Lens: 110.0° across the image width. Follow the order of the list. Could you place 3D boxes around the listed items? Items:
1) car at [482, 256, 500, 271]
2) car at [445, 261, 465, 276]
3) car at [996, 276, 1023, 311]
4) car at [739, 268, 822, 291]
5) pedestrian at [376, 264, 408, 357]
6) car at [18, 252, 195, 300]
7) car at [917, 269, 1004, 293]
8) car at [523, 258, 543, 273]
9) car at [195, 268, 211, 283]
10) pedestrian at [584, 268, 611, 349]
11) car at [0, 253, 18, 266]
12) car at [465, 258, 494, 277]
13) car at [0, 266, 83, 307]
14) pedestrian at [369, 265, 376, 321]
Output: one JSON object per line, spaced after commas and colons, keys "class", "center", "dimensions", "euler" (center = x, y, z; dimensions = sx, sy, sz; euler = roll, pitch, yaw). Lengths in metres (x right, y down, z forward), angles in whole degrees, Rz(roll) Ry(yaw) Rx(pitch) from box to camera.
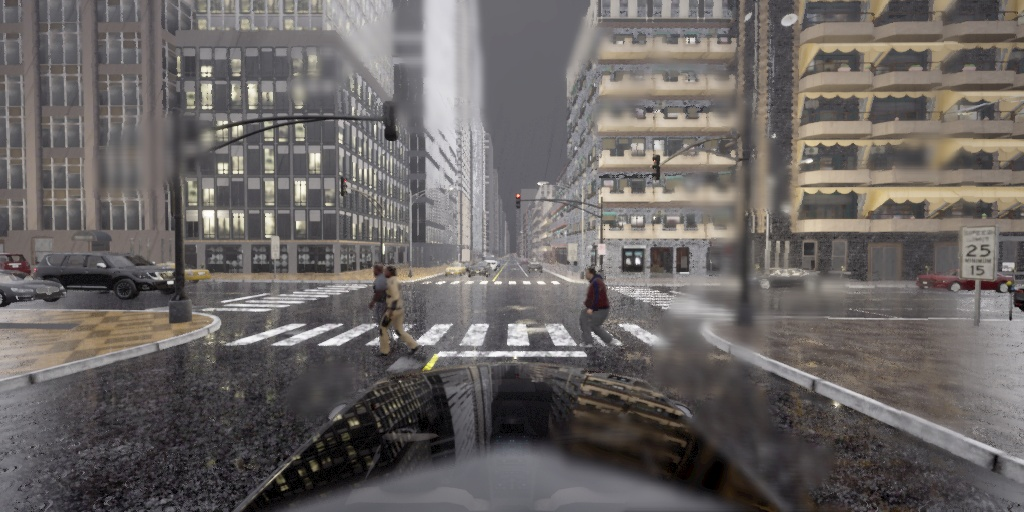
{"class": "car", "center": [-3.098, 0.960, 48.042], "dimensions": [2.150, 2.045, 5.566], "euler": [0, 0, 0]}
{"class": "car", "center": [-5.695, 1.265, 36.531], "dimensions": [1.751, 1.417, 4.829], "euler": [0, 0, 0]}
{"class": "car", "center": [21.715, 1.576, 13.432], "dimensions": [4.313, 1.339, 1.948], "euler": [0, 0, 1]}
{"class": "car", "center": [16.307, 1.375, 21.888], "dimensions": [4.403, 1.370, 2.007], "euler": [0, 0, 1]}
{"class": "pedestrian", "center": [-2.363, 1.042, 7.068], "dimensions": [0.375, 1.860, 0.375], "euler": [-1, 1, 0]}
{"class": "car", "center": [-18.484, 0.848, 16.567], "dimensions": [5.566, 2.045, 2.150], "euler": [1, 1, 1]}
{"class": "car", "center": [27.372, 1.461, 21.734], "dimensions": [4.507, 1.381, 1.888], "euler": [0, 0, 1]}
{"class": "car", "center": [2.685, 1.289, 42.356], "dimensions": [2.007, 1.370, 4.403], "euler": [0, 0, 0]}
{"class": "car", "center": [-21.669, 1.029, 22.380], "dimensions": [4.829, 1.417, 1.751], "euler": [0, 0, 1]}
{"class": "pedestrian", "center": [1.819, 1.042, 7.670], "dimensions": [0.375, 1.860, 0.375], "euler": [-1, 1, 0]}
{"class": "car", "center": [-33.616, 0.712, 22.583], "dimensions": [5.009, 1.841, 2.192], "euler": [0, 0, 1]}
{"class": "car", "center": [-3.099, 1.245, 34.736], "dimensions": [1.837, 1.490, 4.892], "euler": [0, 0, 0]}
{"class": "car", "center": [-20.287, 1.204, 14.047], "dimensions": [4.403, 1.370, 2.007], "euler": [0, 0, 1]}
{"class": "pedestrian", "center": [-2.973, 1.042, 8.269], "dimensions": [0.375, 1.860, 0.375], "euler": [-1, 1, 0]}
